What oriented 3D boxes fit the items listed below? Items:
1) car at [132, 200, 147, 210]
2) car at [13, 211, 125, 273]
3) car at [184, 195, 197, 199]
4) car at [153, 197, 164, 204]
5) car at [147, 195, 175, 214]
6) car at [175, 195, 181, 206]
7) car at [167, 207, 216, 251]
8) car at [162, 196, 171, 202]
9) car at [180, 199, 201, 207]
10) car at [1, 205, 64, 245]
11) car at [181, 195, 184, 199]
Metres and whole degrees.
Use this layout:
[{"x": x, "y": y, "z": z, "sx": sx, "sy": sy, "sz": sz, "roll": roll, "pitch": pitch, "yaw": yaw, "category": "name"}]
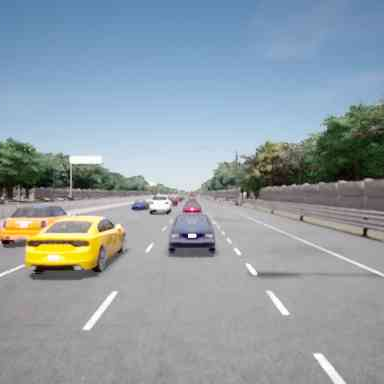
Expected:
[{"x": -6.984, "y": 1.749, "z": 45.731, "sx": 1.994, "sy": 1.385, "sz": 4.181, "roll": 0, "pitch": 0, "yaw": 0, "category": "car"}, {"x": -3.497, "y": 1.520, "z": 10.891, "sx": 1.882, "sy": 1.535, "sz": 5.008, "roll": 0, "pitch": 0, "yaw": 0, "category": "car"}, {"x": 0.023, "y": 1.758, "z": 64.386, "sx": 2.128, "sy": 1.511, "sz": 4.902, "roll": 0, "pitch": 0, "yaw": 0, "category": "car"}, {"x": -6.977, "y": 1.815, "z": 69.525, "sx": 1.812, "sy": 1.442, "sz": 4.674, "roll": 0, "pitch": 0, "yaw": 0, "category": "car"}, {"x": -3.489, "y": 1.375, "z": 38.128, "sx": 2.150, "sy": 2.045, "sz": 5.566, "roll": 0, "pitch": 0, "yaw": 0, "category": "car"}, {"x": -3.479, "y": 1.726, "z": 60.167, "sx": 1.882, "sy": 1.535, "sz": 5.008, "roll": 0, "pitch": 0, "yaw": 0, "category": "car"}, {"x": 0.004, "y": 1.602, "z": 14.245, "sx": 2.033, "sy": 1.411, "sz": 5.357, "roll": 0, "pitch": 0, "yaw": 0, "category": "car"}, {"x": -6.970, "y": 1.867, "z": 90.834, "sx": 1.882, "sy": 1.535, "sz": 5.008, "roll": 0, "pitch": 0, "yaw": 0, "category": "car"}, {"x": 0.012, "y": 1.705, "z": 35.485, "sx": 1.994, "sy": 1.385, "sz": 4.181, "roll": 0, "pitch": 0, "yaw": 0, "category": "car"}, {"x": -6.994, "y": 1.414, "z": 15.950, "sx": 2.097, "sy": 1.767, "sz": 4.553, "roll": 0, "pitch": 0, "yaw": 0, "category": "car"}, {"x": -3.470, "y": 1.855, "z": 88.256, "sx": 1.882, "sy": 1.535, "sz": 5.008, "roll": 0, "pitch": 0, "yaw": 0, "category": "car"}]
